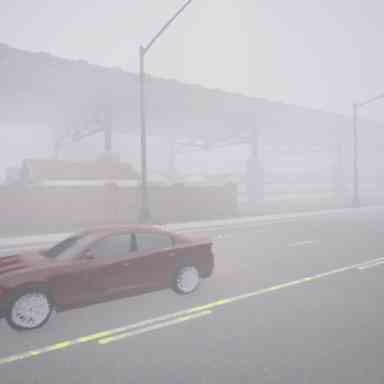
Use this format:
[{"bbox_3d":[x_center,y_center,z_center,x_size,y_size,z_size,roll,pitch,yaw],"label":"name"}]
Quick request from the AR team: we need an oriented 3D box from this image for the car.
[{"bbox_3d":[-1.798,1.450,6.994,5.008,1.535,1.882,-1,0,-35],"label":"car"}]
